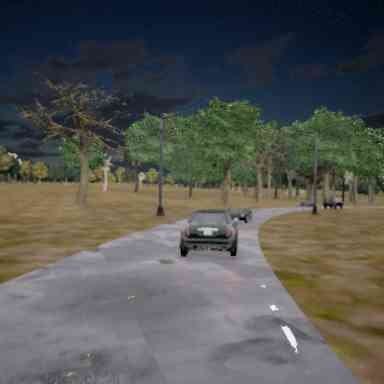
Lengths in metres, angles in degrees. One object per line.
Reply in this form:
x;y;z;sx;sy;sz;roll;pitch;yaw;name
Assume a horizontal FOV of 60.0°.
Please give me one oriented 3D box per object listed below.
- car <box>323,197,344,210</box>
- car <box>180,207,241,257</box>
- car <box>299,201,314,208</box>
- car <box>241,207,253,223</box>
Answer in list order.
26.029;2.008;61.185;2.150;2.045;5.566;1;0;41;car
0.850;1.480;13.779;2.097;1.767;4.553;0;-1;8;car
23.401;2.445;67.544;1.994;1.385;4.181;1;0;42;car
4.007;1.889;28.224;1.895;1.301;4.718;0;-1;17;car
